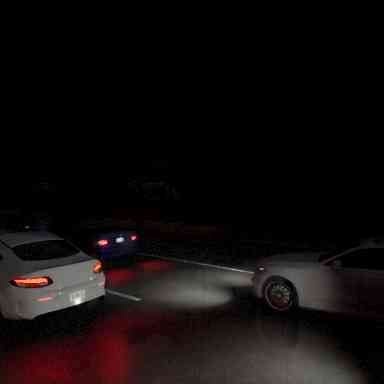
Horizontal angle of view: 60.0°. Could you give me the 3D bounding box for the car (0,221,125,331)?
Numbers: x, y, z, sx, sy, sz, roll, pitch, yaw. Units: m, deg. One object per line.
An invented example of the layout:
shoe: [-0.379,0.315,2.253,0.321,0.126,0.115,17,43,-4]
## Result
car: [-3.694,1.456,6.662,4.674,1.442,1.812,1,1,36]

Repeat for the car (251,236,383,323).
car: [3.358,1.525,5.897,4.674,1.442,1.812,0,0,36]

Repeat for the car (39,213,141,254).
car: [-4.167,1.431,11.321,5.357,1.411,2.033,1,1,36]
